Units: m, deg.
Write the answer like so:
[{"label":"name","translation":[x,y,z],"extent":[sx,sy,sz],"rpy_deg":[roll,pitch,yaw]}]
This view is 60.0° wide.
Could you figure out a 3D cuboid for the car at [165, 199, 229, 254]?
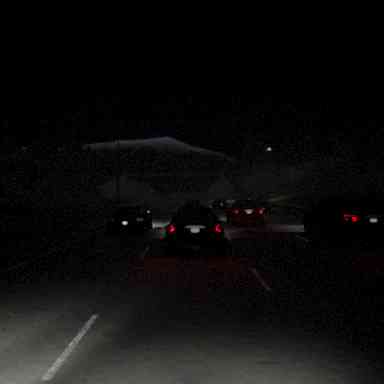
[{"label":"car","translation":[0.109,1.330,13.440],"extent":[2.097,1.767,4.553],"rpy_deg":[0,0,0]}]

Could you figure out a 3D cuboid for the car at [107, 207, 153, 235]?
[{"label":"car","translation":[-3.386,1.533,18.782],"extent":[1.994,1.385,4.181],"rpy_deg":[0,0,0]}]

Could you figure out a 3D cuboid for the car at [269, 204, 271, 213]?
[{"label":"car","translation":[7.127,1.469,35.469],"extent":[1.812,1.442,4.674],"rpy_deg":[0,0,0]}]

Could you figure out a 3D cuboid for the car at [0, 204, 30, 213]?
[{"label":"car","translation":[-14.023,1.558,24.941],"extent":[1.895,1.301,4.718],"rpy_deg":[0,0,1]}]

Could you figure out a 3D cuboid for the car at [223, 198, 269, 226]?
[{"label":"car","translation":[3.619,1.314,23.216],"extent":[2.097,1.767,4.553],"rpy_deg":[0,0,0]}]

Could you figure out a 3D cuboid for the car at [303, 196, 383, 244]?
[{"label":"car","translation":[7.113,1.197,15.705],"extent":[2.150,2.045,5.566],"rpy_deg":[0,0,0]}]

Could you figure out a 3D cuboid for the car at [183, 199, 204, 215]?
[{"label":"car","translation":[0.127,1.492,34.209],"extent":[2.033,1.411,5.357],"rpy_deg":[0,0,0]}]

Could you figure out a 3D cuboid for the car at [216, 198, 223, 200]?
[{"label":"car","translation":[3.633,1.495,42.640],"extent":[1.994,1.385,4.181],"rpy_deg":[0,0,0]}]
